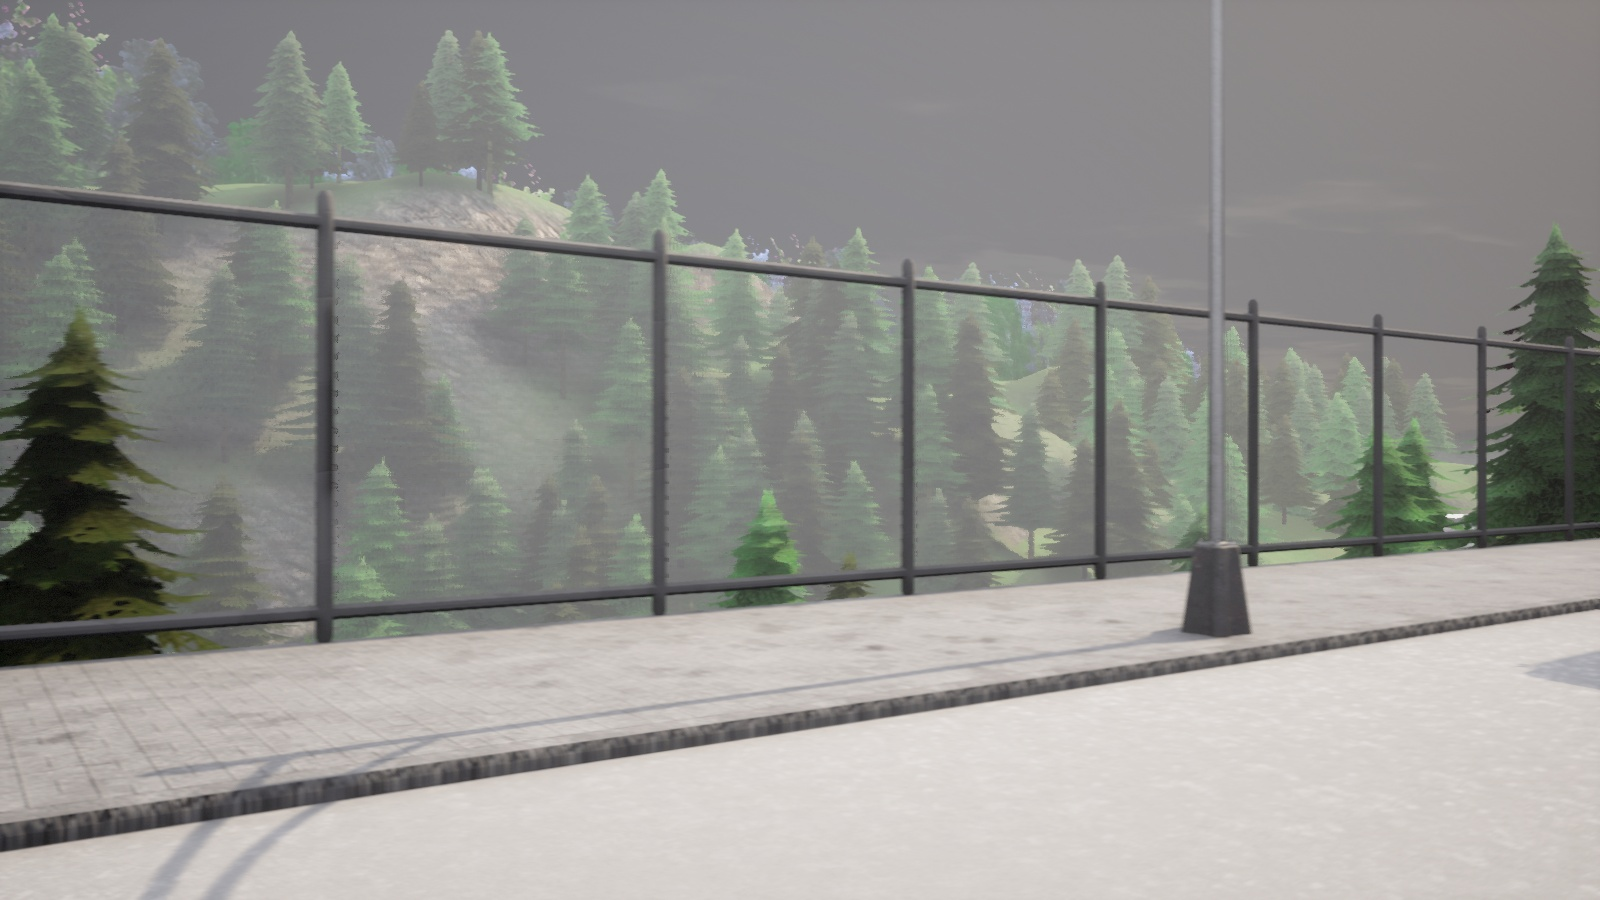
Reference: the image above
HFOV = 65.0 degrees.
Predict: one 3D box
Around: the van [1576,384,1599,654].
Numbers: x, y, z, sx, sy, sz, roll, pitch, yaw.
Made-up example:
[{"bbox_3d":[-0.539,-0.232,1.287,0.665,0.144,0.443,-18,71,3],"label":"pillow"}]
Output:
[{"bbox_3d":[8.132,0.505,9.929,4.442,1.987,1.775,0,0,-35],"label":"van"}]
